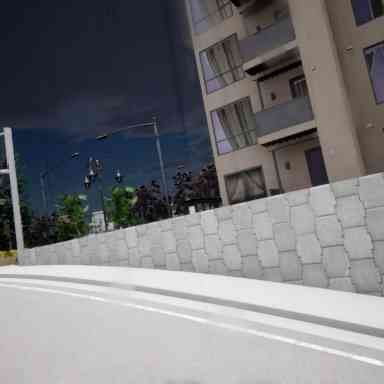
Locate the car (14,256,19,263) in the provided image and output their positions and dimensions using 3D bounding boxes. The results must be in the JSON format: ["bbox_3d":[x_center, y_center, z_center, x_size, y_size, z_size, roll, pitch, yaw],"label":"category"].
[{"bbox_3d":[-14.157,5.899,31.443,1.895,1.301,4.718,-15,-9,35],"label":"car"}]
